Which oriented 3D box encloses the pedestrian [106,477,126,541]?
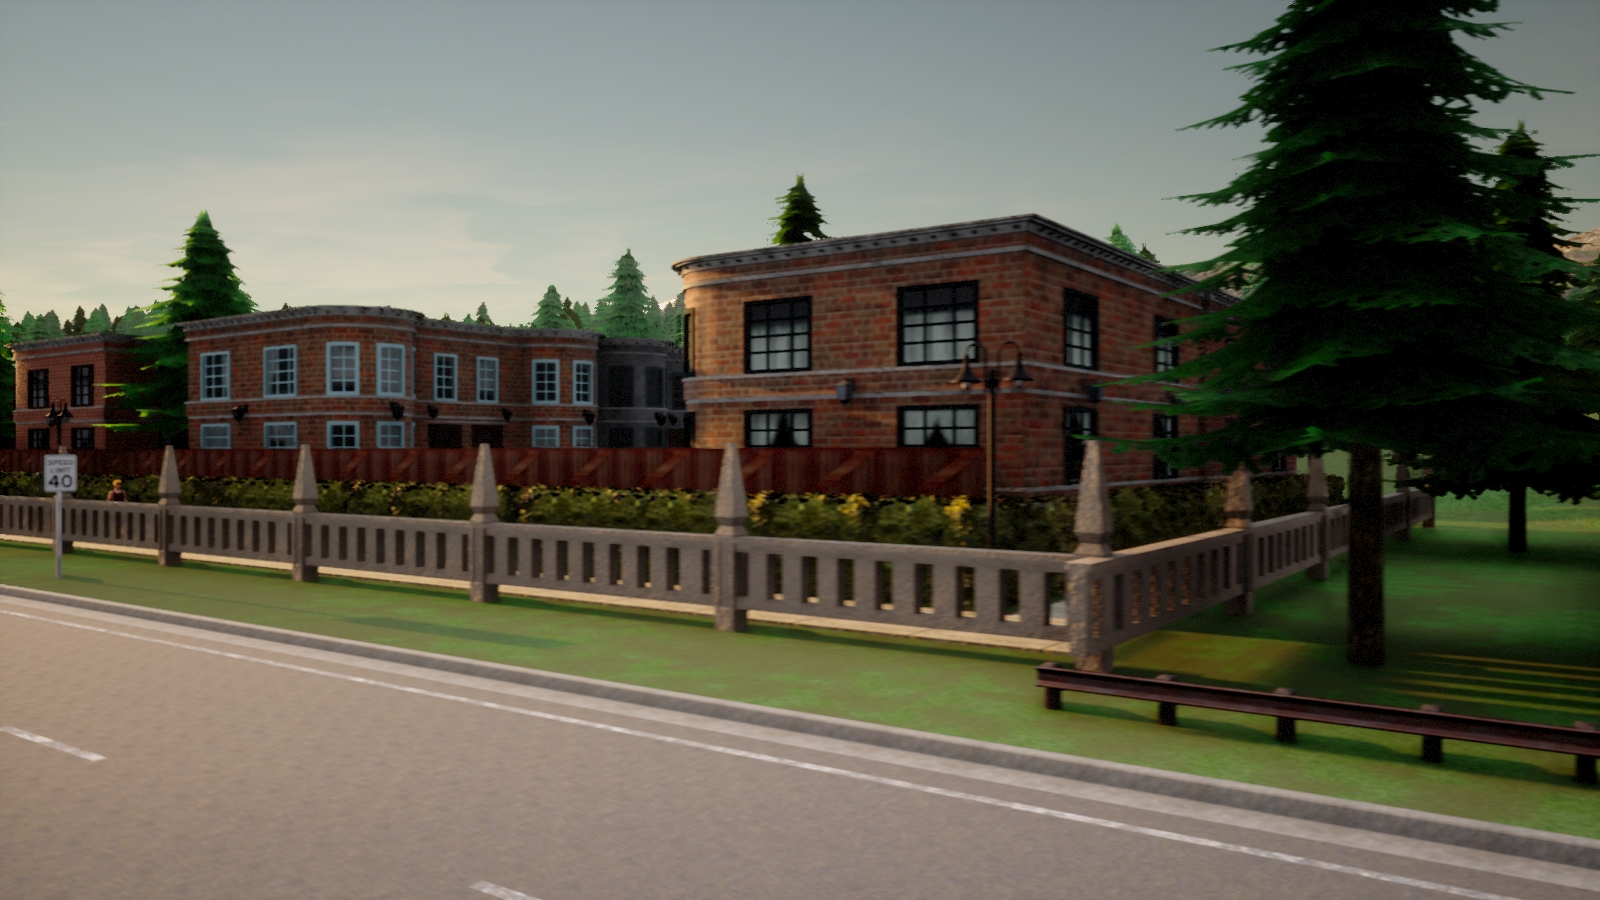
[{"bbox_3d":[-20.128,1.718,33.621,0.375,1.860,0.375,0,0,35],"label":"pedestrian"}]
